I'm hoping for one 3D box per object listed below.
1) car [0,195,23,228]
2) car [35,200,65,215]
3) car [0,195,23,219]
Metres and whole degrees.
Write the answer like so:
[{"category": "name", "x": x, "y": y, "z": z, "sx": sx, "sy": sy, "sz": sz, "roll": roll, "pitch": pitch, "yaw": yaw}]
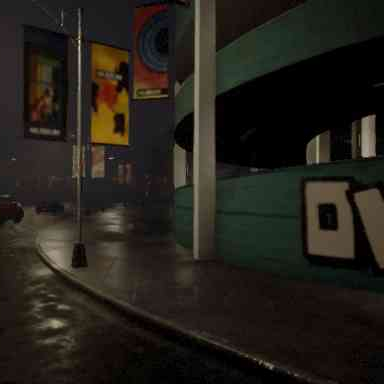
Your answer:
[{"category": "car", "x": -13.244, "y": 1.260, "z": 22.237, "sx": 2.150, "sy": 2.045, "sz": 5.566, "roll": 0, "pitch": -1, "yaw": -10}, {"category": "car", "x": -14.861, "y": 1.576, "z": 35.105, "sx": 1.882, "sy": 1.535, "sz": 5.008, "roll": 0, "pitch": 0, "yaw": -7}, {"category": "car", "x": -17.880, "y": 1.279, "z": 30.804, "sx": 2.150, "sy": 2.045, "sz": 5.566, "roll": 0, "pitch": 0, "yaw": -7}]
